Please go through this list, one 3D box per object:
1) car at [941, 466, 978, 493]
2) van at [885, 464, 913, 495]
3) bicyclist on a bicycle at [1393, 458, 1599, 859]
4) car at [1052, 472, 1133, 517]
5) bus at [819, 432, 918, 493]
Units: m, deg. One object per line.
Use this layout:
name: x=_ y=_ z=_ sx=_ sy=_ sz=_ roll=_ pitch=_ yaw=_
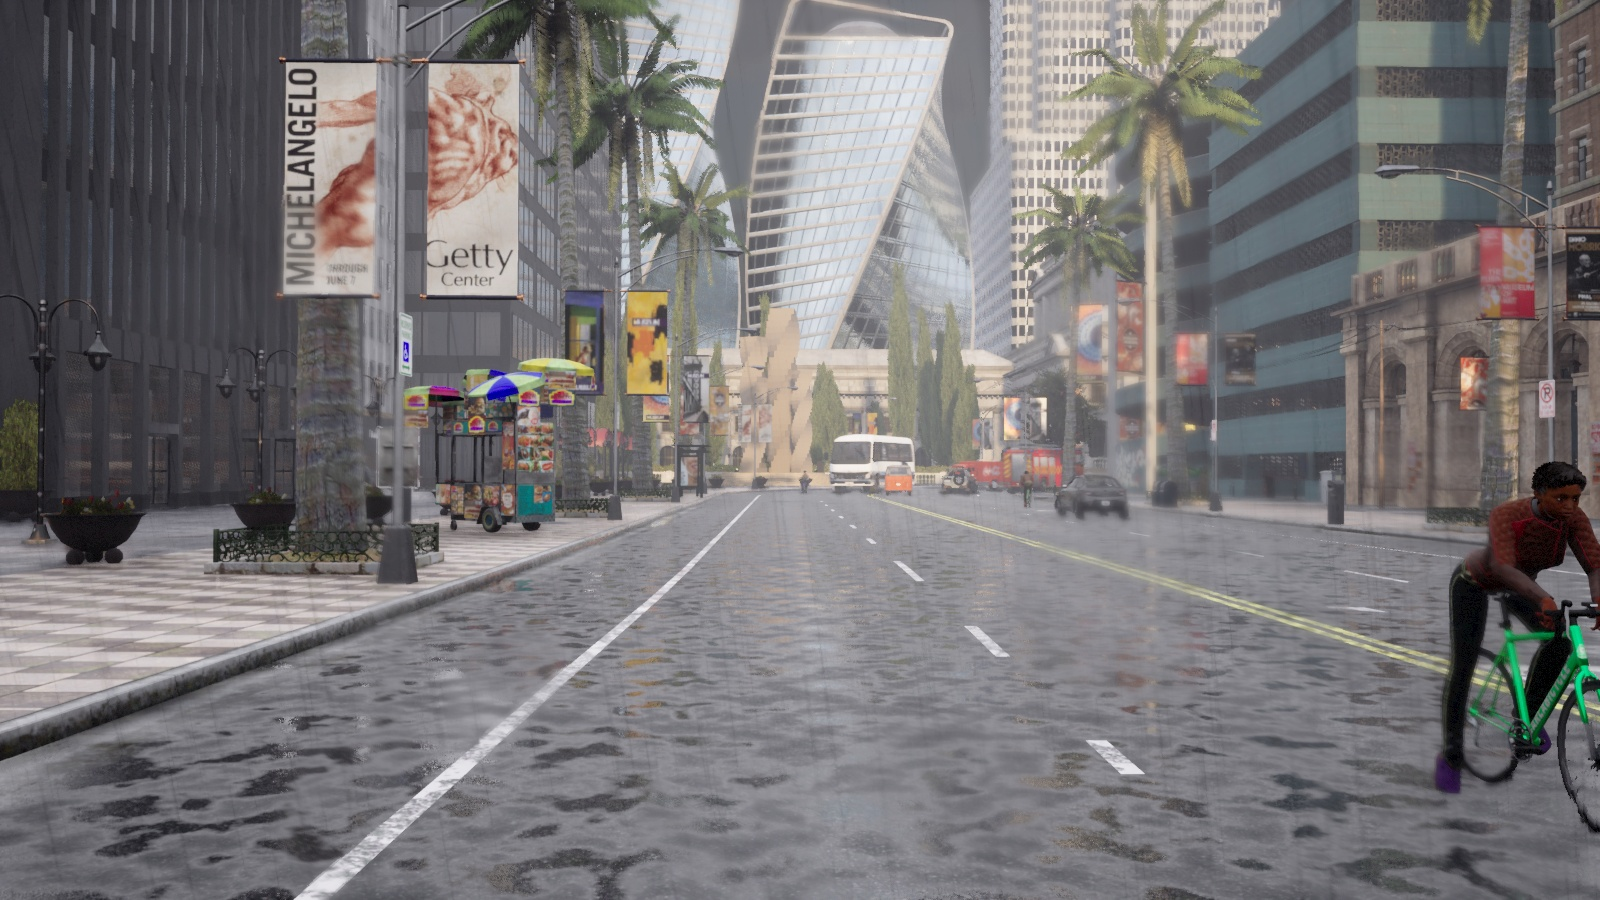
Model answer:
car: x=11.318 y=2.071 z=88.653 sx=1.932 sy=1.855 sz=4.605 roll=-1 pitch=-1 yaw=15
van: x=6.600 y=1.938 z=83.382 sx=1.775 sy=1.987 sz=4.442 roll=0 pitch=-1 yaw=6
bicyclist on a bicycle: x=3.486 y=0.853 z=5.915 sx=0.582 sy=1.620 sz=1.656 roll=0 pitch=-1 yaw=0
car: x=10.149 y=1.522 z=43.867 sx=1.816 sy=1.474 sz=4.193 roll=0 pitch=-1 yaw=0
bus: x=5.222 y=0.970 z=92.688 sx=3.944 sy=4.253 sz=10.273 roll=-1 pitch=-1 yaw=24
